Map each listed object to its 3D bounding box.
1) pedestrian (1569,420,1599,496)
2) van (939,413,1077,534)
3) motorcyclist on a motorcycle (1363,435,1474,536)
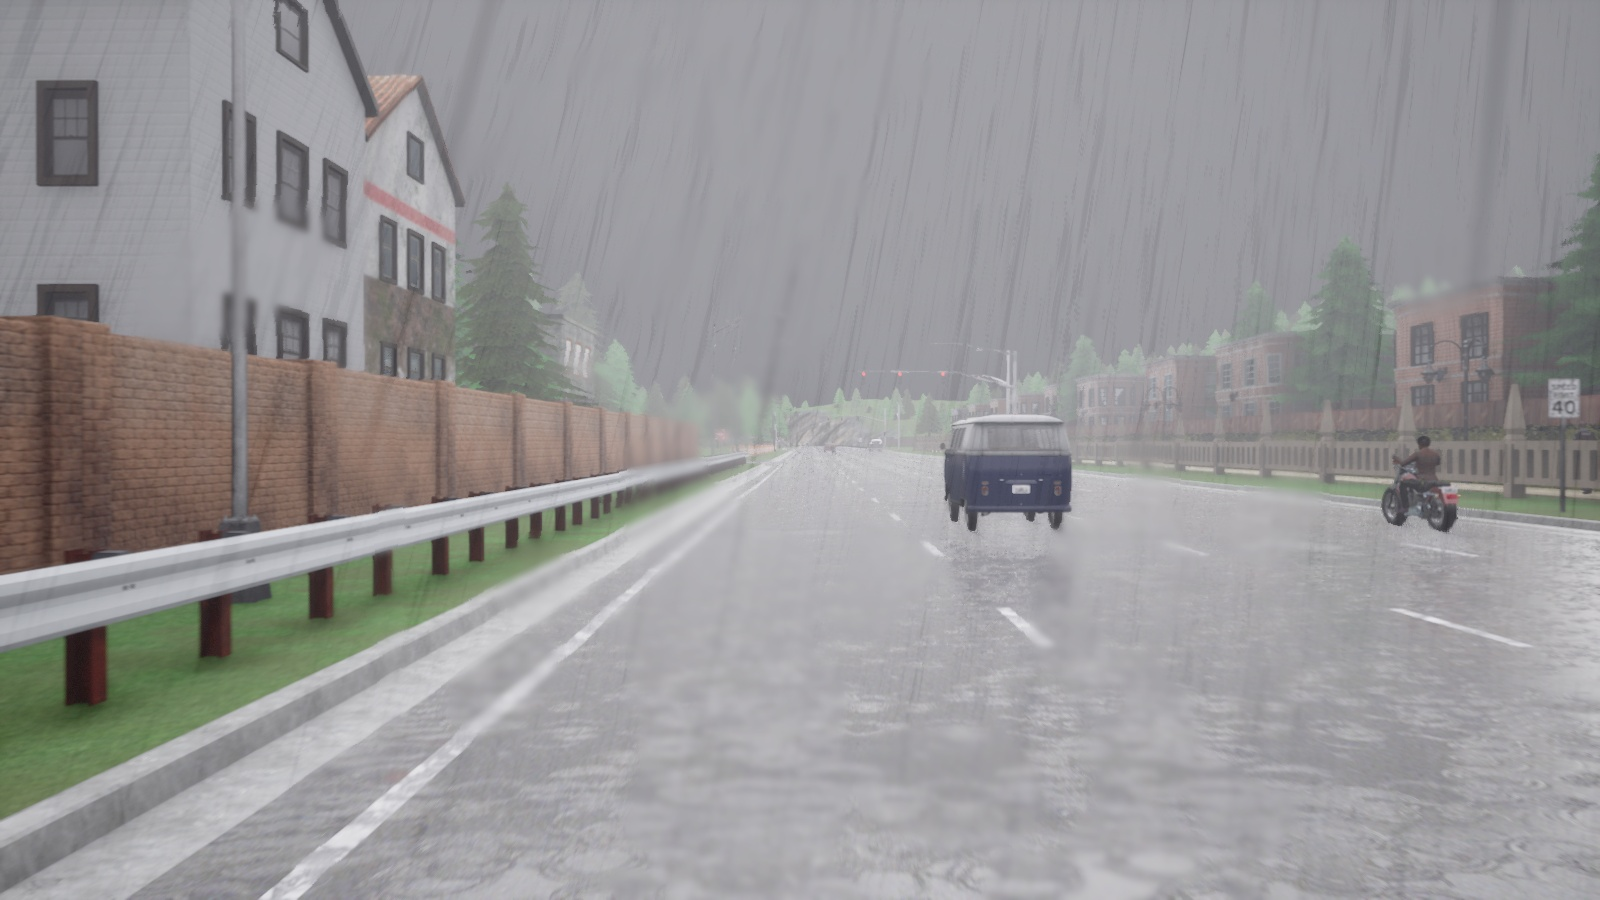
[{"bbox_3d":[19.341,0.197,30.909,0.376,1.854,0.720,0,0,0],"label":"pedestrian"},{"bbox_3d":[3.645,0.373,22.760,1.775,1.987,4.442,0,0,0],"label":"van"},{"bbox_3d":[10.639,0.583,21.714,0.766,1.649,2.350,0,0,0],"label":"motorcyclist on a motorcycle"}]
